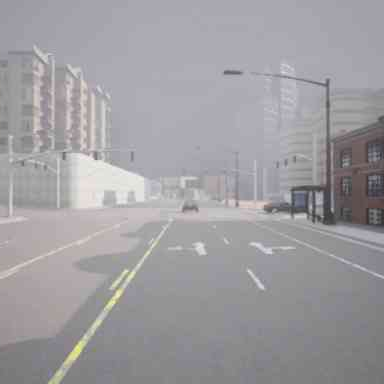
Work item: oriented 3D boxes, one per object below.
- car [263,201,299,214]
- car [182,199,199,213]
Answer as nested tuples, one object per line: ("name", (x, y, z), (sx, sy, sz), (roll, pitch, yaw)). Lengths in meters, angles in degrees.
("car", (11.106, 1.885, 40.469), (4.892, 1.490, 1.837), (0, -1, -5))
("car", (-0.211, 1.773, 44.432), (2.097, 1.767, 4.553), (0, -1, 0))
